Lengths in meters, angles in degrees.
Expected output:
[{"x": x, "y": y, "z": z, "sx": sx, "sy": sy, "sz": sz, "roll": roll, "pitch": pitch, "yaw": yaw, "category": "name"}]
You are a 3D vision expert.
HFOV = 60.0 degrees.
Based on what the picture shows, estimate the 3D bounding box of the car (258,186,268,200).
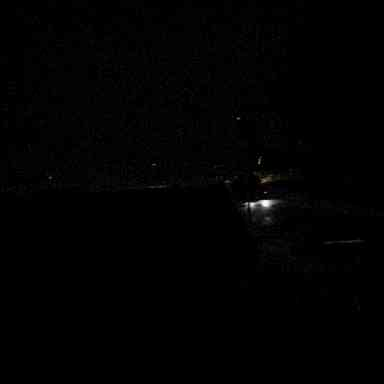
[{"x": 5.337, "y": -0.104, "z": 29.058, "sx": 2.033, "sy": 1.411, "sz": 5.357, "roll": -5, "pitch": 3, "yaw": 5, "category": "car"}]

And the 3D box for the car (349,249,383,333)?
[{"x": 3.319, "y": 1.234, "z": 3.493, "sx": 1.994, "sy": 1.385, "sz": 4.181, "roll": -3, "pitch": 1, "yaw": 5, "category": "car"}]
